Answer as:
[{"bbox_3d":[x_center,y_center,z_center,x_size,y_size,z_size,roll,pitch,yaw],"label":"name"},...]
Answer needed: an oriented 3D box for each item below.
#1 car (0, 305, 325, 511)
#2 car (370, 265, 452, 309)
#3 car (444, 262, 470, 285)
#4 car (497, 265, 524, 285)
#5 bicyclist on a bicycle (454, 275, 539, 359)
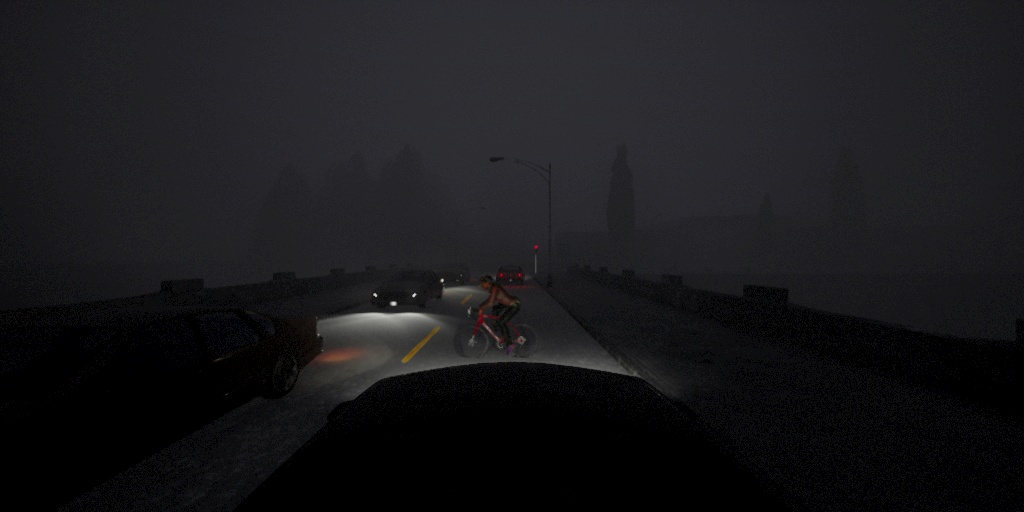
[{"bbox_3d":[-4.109,1.295,3.774,2.033,1.411,5.357,0,0,0],"label":"car"},{"bbox_3d":[-4.158,1.284,15.241,2.033,1.411,5.357,0,0,0],"label":"car"},{"bbox_3d":[-4.185,1.204,25.982,1.882,1.535,5.008,0,0,0],"label":"car"},{"bbox_3d":[-0.108,1.328,26.142,1.895,1.301,4.718,0,0,0],"label":"car"},{"bbox_3d":[-0.311,1.190,6.910,1.656,1.620,0.582,-2,0,0],"label":"bicyclist on a bicycle"}]
